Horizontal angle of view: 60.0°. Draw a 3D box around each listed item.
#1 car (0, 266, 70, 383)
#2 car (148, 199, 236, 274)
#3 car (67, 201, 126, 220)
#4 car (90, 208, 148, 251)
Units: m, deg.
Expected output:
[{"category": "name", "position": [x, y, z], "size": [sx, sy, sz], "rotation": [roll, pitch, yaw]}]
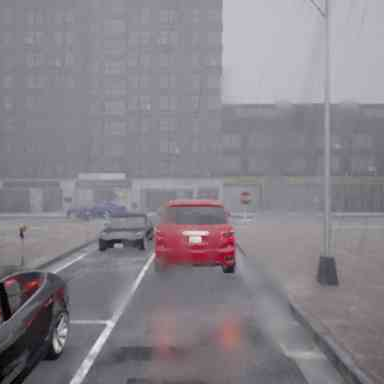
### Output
[{"category": "car", "position": [-2.639, 1.571, 3.271], "size": [1.947, 1.339, 4.313], "rotation": [0, 0, 0]}, {"category": "car", "position": [0.090, 1.238, 10.722], "size": [2.150, 2.045, 5.566], "rotation": [0, 0, 0]}, {"category": "car", "position": [-7.901, 1.530, 27.510], "size": [5.008, 1.535, 1.882], "rotation": [0, -1, 13]}, {"category": "car", "position": [-2.638, 1.587, 14.176], "size": [1.947, 1.339, 4.313], "rotation": [0, 0, 0]}]
